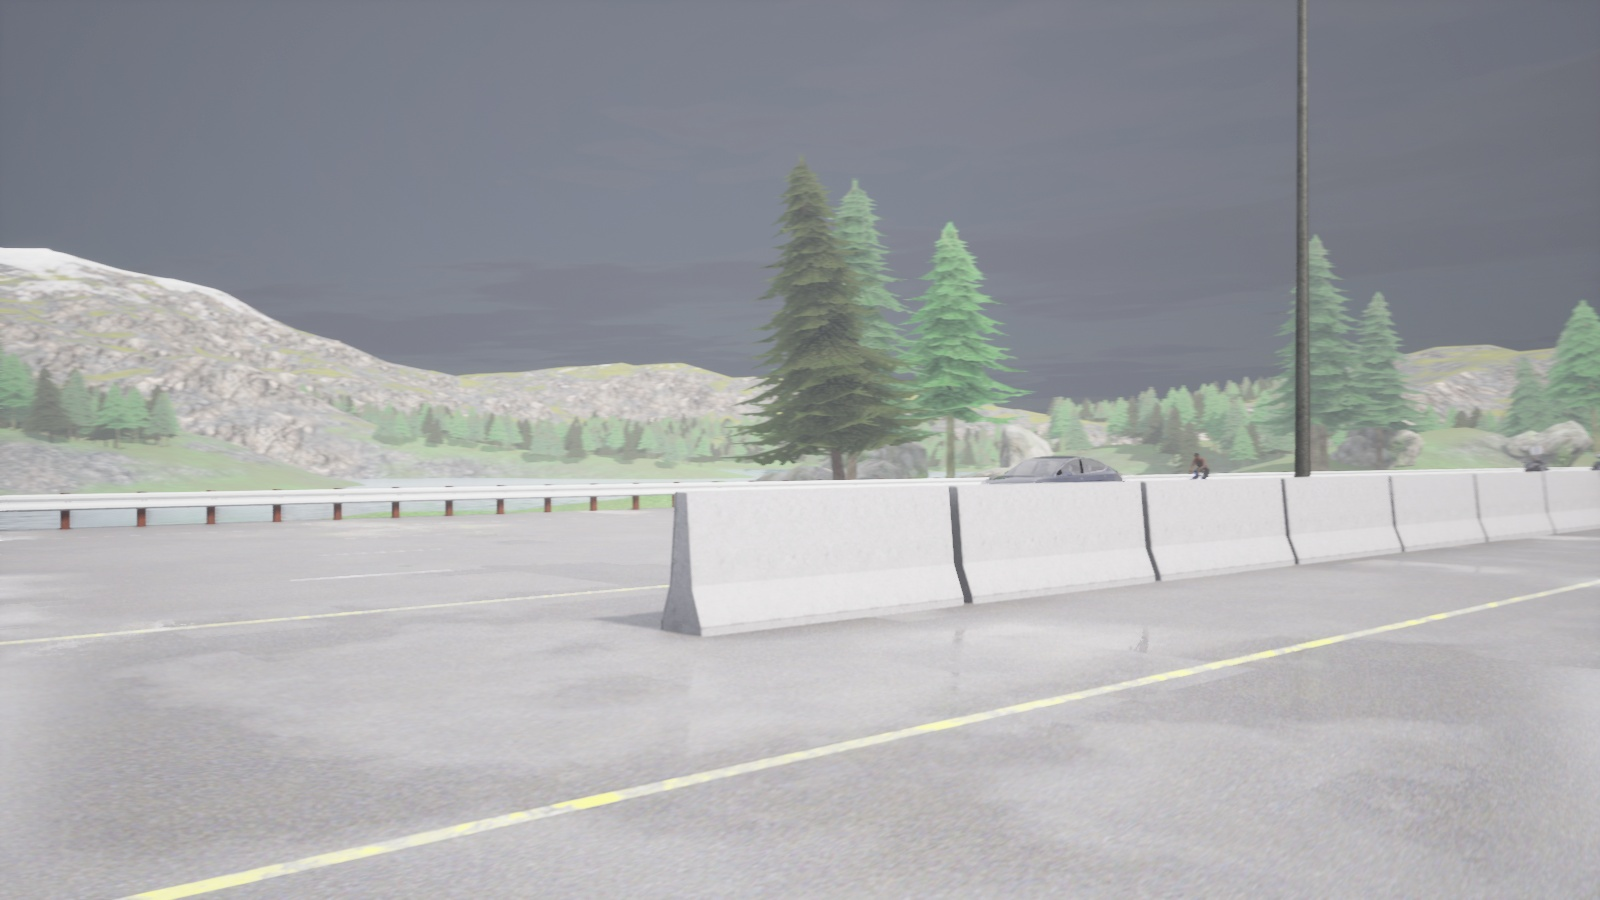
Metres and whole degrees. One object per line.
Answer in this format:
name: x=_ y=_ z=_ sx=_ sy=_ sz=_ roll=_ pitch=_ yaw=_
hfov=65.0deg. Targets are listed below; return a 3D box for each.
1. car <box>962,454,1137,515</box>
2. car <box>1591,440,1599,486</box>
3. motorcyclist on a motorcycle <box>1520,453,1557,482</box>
car: x=6.756 y=0.872 z=33.678 sx=4.792 sy=1.488 sz=2.163 roll=0 pitch=0 yaw=-42
car: x=38.731 y=0.586 z=58.185 sx=5.566 sy=2.045 sz=2.150 roll=0 pitch=0 yaw=-43
motorcyclist on a motorcycle: x=40.697 y=0.944 z=69.199 sx=2.191 sy=1.530 sz=0.866 roll=0 pitch=1 yaw=-32
